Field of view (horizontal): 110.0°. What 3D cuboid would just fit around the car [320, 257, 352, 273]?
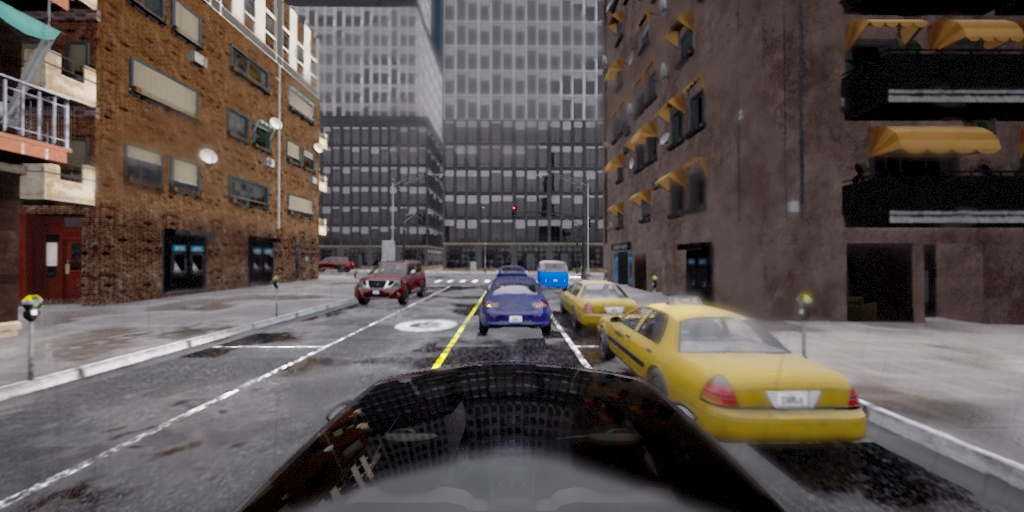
[{"bbox_3d":[-21.132,1.007,42.156,5.009,1.841,2.192,0,0,-1],"label":"car"}]

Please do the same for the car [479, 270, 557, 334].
[{"bbox_3d":[0.067,1.310,10.613,1.812,1.442,4.674,0,0,0],"label":"car"}]

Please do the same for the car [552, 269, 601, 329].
[{"bbox_3d":[2.529,1.311,11.244,1.751,1.417,4.829,0,0,0],"label":"car"}]

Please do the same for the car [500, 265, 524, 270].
[{"bbox_3d":[-0.008,1.306,22.023,1.882,1.535,5.008,0,0,0],"label":"car"}]

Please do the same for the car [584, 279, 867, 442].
[{"bbox_3d":[2.567,1.289,5.604,1.751,1.417,4.829,0,0,0],"label":"car"}]

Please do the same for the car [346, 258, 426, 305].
[{"bbox_3d":[-5.389,1.122,16.661,2.192,1.841,5.009,0,0,0],"label":"car"}]

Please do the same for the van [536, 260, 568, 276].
[{"bbox_3d":[2.453,1.171,22.354,1.690,1.789,3.998,0,0,0],"label":"van"}]
